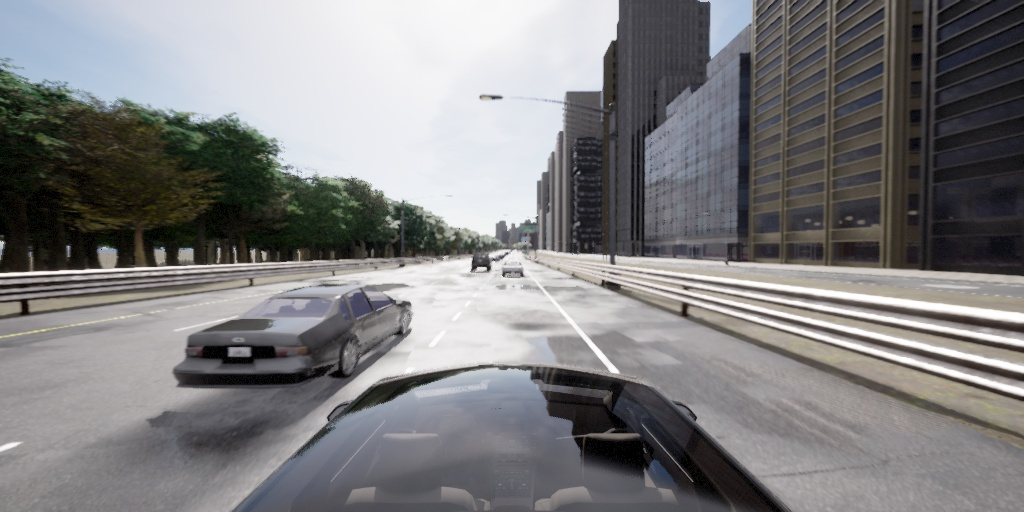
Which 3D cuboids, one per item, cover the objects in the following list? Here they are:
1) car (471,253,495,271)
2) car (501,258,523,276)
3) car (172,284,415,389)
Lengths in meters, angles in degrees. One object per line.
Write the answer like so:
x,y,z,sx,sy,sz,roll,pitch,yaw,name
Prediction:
-3.585,0.689,42.693,2.150,2.045,5.566,0,0,0,car
0.057,1.126,33.657,1.895,1.301,4.718,0,0,0,car
-3.501,1.258,7.114,2.033,1.411,5.357,0,0,0,car
